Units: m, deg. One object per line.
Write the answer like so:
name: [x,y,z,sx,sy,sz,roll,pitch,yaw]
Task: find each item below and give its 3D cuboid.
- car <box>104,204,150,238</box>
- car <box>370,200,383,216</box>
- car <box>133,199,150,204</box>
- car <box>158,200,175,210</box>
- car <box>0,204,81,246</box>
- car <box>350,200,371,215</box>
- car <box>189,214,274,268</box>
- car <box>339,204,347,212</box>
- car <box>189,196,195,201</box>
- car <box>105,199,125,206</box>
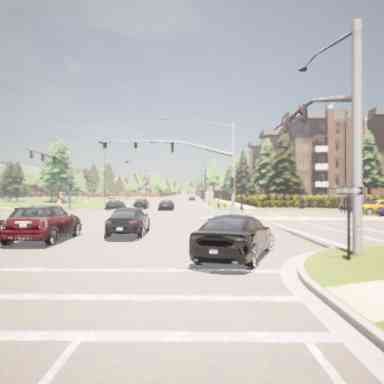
car: [-3.392,1.577,17.870,1.812,1.442,4.674,0,0,0]
car: [19.882,1.614,31.356,4.674,1.442,1.812,0,0,0]
car: [-6.896,1.655,45.542,1.812,1.442,4.674,0,0,0]
car: [-3.395,1.691,44.673,1.994,1.385,4.181,0,0,0]
car: [-6.896,1.396,15.707,2.097,1.767,4.553,0,0,0]
car: [19.711,1.576,34.860,5.008,1.535,1.882,0,0,0]
car: [1.543,1.511,11.568,1.882,1.535,5.008,-1,0,22]
car: [19.939,1.655,38.356,5.357,1.411,2.033,0,0,0]
car: [-0.006,1.788,92.782,2.128,1.511,4.902,0,0,0]
car: [-10.395,1.692,45.178,1.994,1.385,4.181,0,0,0]
